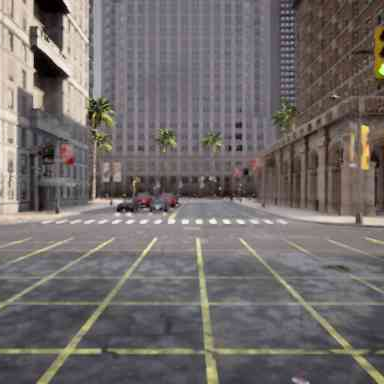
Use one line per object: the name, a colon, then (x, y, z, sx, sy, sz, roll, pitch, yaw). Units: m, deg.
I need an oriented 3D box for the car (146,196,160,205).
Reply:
car: (-6.839, 1.401, 58.157, 1.837, 1.490, 4.892, 0, 0, 1)

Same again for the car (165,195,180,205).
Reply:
car: (-3.343, 1.388, 57.706, 2.128, 1.511, 4.902, 0, 0, 1)

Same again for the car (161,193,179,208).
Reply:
car: (-3.490, 1.137, 47.296, 2.150, 2.045, 5.566, 0, 0, 1)

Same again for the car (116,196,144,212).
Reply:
car: (-7.089, 1.481, 37.444, 2.033, 1.411, 5.357, 0, 0, 0)

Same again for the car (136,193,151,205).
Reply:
car: (-6.979, 1.136, 47.695, 2.150, 2.045, 5.566, 0, 0, 1)

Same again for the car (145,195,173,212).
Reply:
car: (-3.584, 1.425, 37.150, 2.128, 1.511, 4.902, 0, 0, 0)
